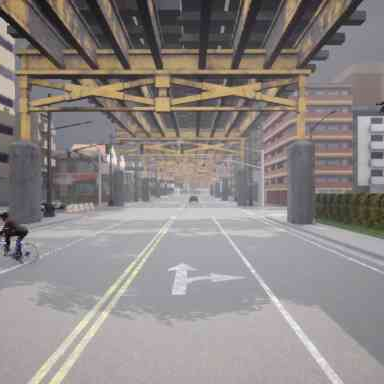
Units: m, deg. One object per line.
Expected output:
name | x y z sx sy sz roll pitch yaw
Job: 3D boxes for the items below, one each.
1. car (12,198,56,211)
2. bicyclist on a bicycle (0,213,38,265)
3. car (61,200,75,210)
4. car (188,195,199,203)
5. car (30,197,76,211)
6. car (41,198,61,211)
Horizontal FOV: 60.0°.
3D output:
car | -16.963 1.295 35.705 4.536 1.218 1.853 0 0 25
bicyclist on a bicycle | -5.536 1.455 10.174 1.656 1.620 0.582 -2 0 0
car | -16.617 1.295 39.823 4.536 1.218 1.853 0 0 -20
car | 0.347 1.489 71.231 1.837 1.490 4.892 0 0 0
car | -16.569 1.453 39.840 4.974 1.542 2.038 0 0 -20
car | -16.916 1.453 35.683 4.974 1.542 2.038 0 0 25
